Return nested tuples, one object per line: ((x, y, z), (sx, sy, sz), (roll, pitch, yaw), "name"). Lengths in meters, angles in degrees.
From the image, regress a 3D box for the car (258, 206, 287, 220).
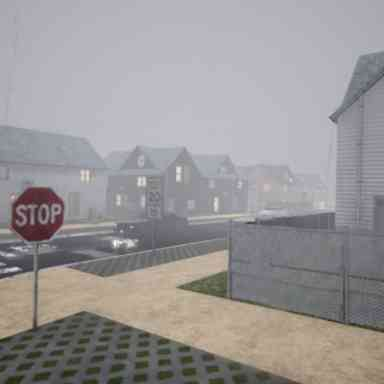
((8.728, 2.266, 35.703), (1.812, 1.442, 4.674), (2, 0, 37), "car")

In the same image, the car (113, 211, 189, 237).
((-2.349, 1.876, 20.803), (2.033, 1.411, 5.357), (2, 0, 37), "car")
